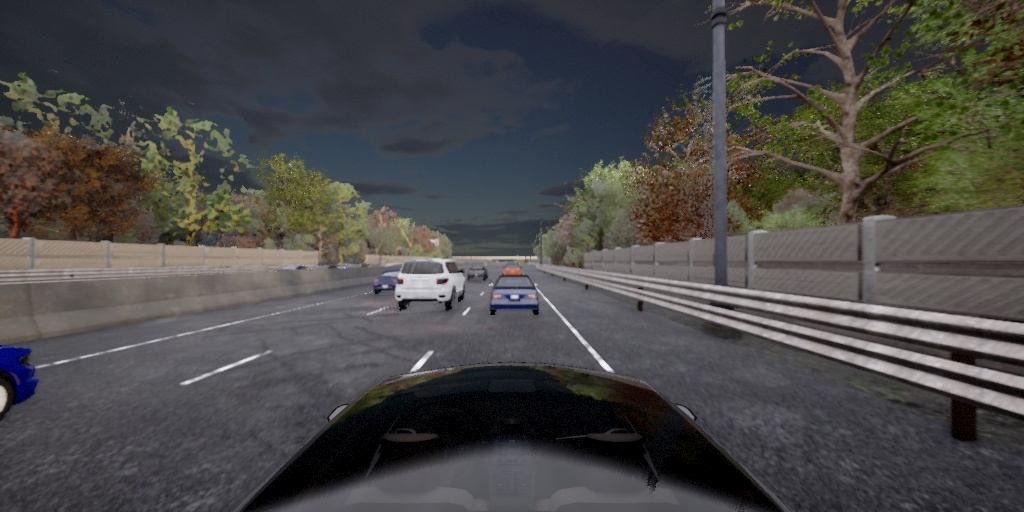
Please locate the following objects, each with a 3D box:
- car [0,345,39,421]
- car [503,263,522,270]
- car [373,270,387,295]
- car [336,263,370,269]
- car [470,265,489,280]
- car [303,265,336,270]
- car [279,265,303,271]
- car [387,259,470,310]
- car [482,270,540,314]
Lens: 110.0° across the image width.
[{"bbox_3d":[-6.901,1.236,2.373,1.882,1.535,5.008,0,-1,0],"label":"car"},{"bbox_3d":[0.056,1.573,38.923,2.097,1.767,4.553,0,-1,0],"label":"car"},{"bbox_3d":[-6.922,1.524,21.846,1.812,1.442,4.674,0,-1,0],"label":"car"},{"bbox_3d":[-17.545,1.621,40.744,2.097,1.767,4.553,0,-1,0],"label":"car"},{"bbox_3d":[-3.441,1.688,36.933,2.128,1.511,4.902,0,-1,0],"label":"car"},{"bbox_3d":[-21.047,1.767,40.523,1.837,1.490,4.892,0,-1,0],"label":"car"},{"bbox_3d":[-24.548,1.774,40.386,1.812,1.442,4.674,0,-1,0],"label":"car"},{"bbox_3d":[-3.418,1.144,15.961,2.150,2.045,5.566,0,-1,0],"label":"car"},{"bbox_3d":[0.084,1.452,14.551,2.033,1.411,5.357,0,-1,0],"label":"car"}]
